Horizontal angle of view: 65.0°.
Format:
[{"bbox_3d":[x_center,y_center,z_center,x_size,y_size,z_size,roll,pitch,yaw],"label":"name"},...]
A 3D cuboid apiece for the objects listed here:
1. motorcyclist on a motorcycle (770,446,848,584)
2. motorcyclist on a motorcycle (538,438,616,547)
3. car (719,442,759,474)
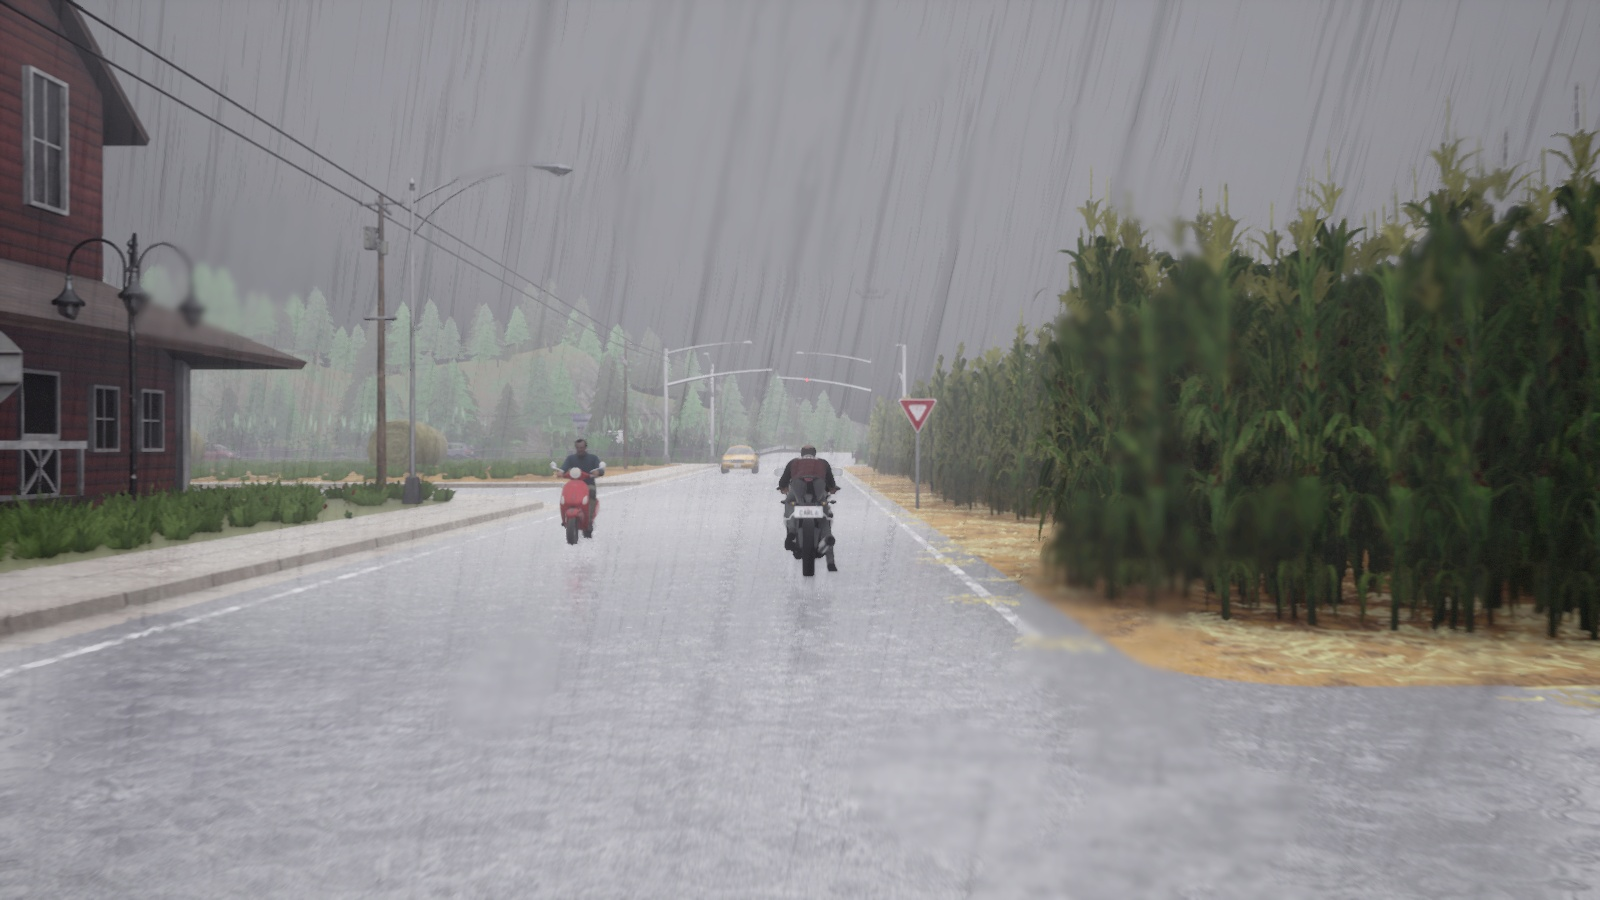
[{"bbox_3d":[0.101,0.715,15.043,0.866,1.530,2.191,0,0,0],"label":"motorcyclist on a motorcycle"},{"bbox_3d":[-3.375,0.613,19.179,0.866,1.590,1.817,0,0,0],"label":"motorcyclist on a motorcycle"},{"bbox_3d":[-3.111,0.394,65.387,1.801,1.575,5.366,0,0,0],"label":"car"}]
